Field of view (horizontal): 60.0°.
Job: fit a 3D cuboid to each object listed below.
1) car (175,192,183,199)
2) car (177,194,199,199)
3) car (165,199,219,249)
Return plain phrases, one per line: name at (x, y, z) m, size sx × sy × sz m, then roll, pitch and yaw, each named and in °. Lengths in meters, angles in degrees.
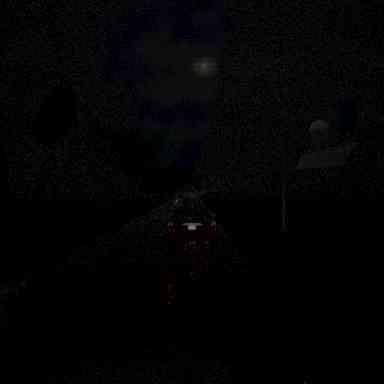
car at (-2.730, 0.867, 75.925) m, size 1.837 × 1.490 × 4.892 m, roll 0°, pitch 1°, yaw 0°
car at (0.001, 1.285, 29.621) m, size 2.097 × 1.767 × 4.553 m, roll 0°, pitch 0°, yaw 0°
car at (0.000, 1.348, 14.622) m, size 2.097 × 1.767 × 4.553 m, roll 0°, pitch 0°, yaw 0°
